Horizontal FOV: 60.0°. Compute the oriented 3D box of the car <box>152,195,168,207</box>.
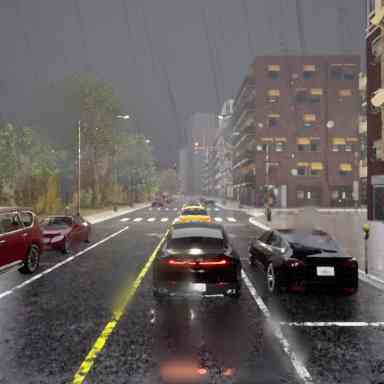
[{"bbox_3d":[-5.218,1.568,51.537,1.887,1.381,4.507,1,0,0],"label":"car"}]

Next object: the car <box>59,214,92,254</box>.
[{"bbox_3d":[-5.285,1.585,13.422,1.802,1.307,4.206,1,0,0],"label":"car"}]

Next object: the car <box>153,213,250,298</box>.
[{"bbox_3d":[0.114,1.507,8.526,1.837,1.490,4.892,0,0,0],"label":"car"}]

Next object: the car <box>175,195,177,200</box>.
[{"bbox_3d":[-5.159,1.609,85.593,2.008,1.369,4.403,1,0,0],"label":"car"}]

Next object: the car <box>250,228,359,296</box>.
[{"bbox_3d":[2.587,1.568,8.510,1.947,1.339,4.313,1,0,0],"label":"car"}]

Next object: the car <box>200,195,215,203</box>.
[{"bbox_3d":[2.664,1.574,52.327,2.008,1.369,4.403,1,0,0],"label":"car"}]

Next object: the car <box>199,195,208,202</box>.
[{"bbox_3d":[2.714,1.492,80.743,1.967,1.590,4.097,1,0,0],"label":"car"}]

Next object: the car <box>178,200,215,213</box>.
[{"bbox_3d":[0.132,1.461,19.060,1.801,1.575,5.366,0,0,0],"label":"car"}]

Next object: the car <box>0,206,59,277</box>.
[{"bbox_3d":[-5.292,1.317,7.767,2.192,1.841,5.009,1,0,0],"label":"car"}]

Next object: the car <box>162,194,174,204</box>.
[{"bbox_3d":[-5.196,1.348,62.889,2.192,1.841,5.009,1,0,0],"label":"car"}]

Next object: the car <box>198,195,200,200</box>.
[{"bbox_3d":[2.693,1.621,69.376,1.802,1.307,4.206,1,0,0],"label":"car"}]
